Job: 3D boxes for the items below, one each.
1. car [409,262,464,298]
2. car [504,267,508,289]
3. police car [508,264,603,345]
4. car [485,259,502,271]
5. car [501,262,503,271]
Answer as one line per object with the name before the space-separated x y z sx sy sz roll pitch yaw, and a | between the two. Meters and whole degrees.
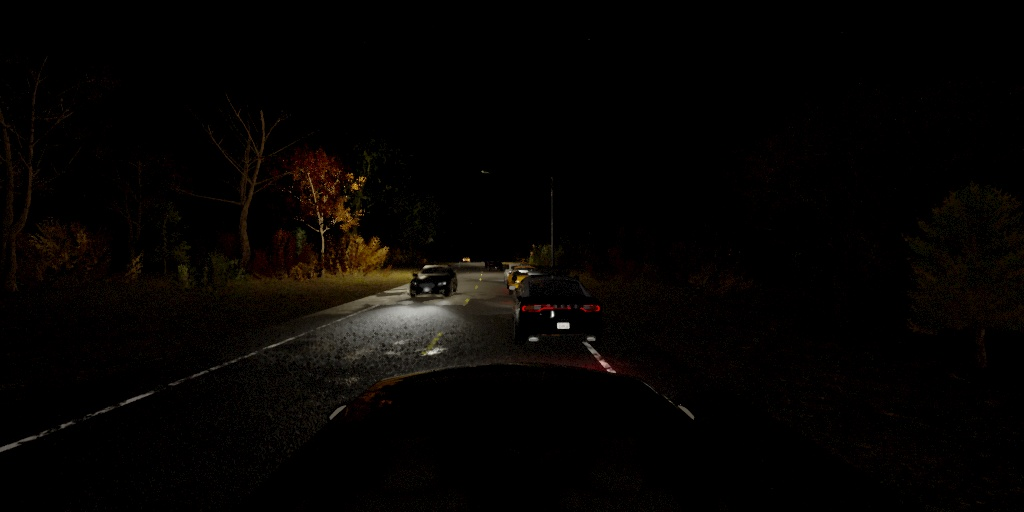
car | -3.888 1.237 18.412 2.128 1.511 4.902 0 0 -2
car | 0.667 1.200 19.795 1.801 1.575 5.366 0 0 -2
police car | 0.964 1.174 9.663 1.930 1.638 5.238 0 0 -1
car | -2.225 1.234 47.620 1.837 1.490 4.892 0 0 -5
car | 0.401 1.264 25.633 1.812 1.442 4.674 0 0 -3
